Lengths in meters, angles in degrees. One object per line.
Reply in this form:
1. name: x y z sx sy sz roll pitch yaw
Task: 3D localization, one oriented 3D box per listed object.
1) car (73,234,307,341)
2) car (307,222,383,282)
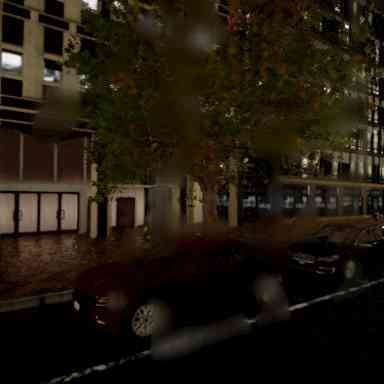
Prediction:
1. car: 0.018 1.561 6.559 4.507 1.381 1.887 0 1 -35
2. car: 4.623 1.593 9.844 4.403 1.369 2.008 0 1 -35
